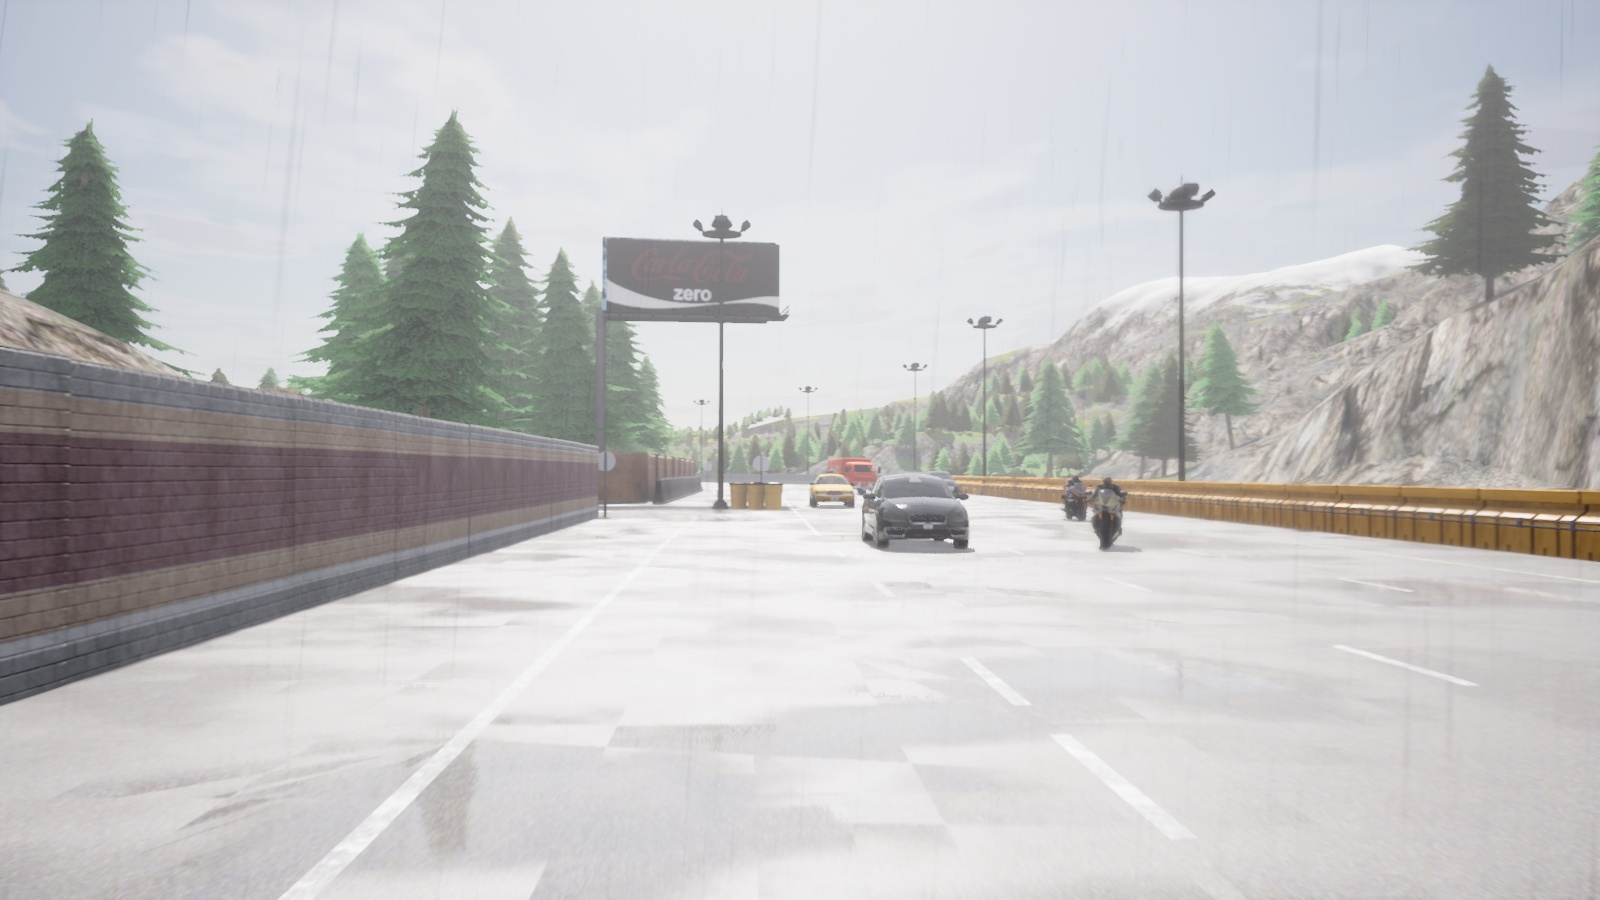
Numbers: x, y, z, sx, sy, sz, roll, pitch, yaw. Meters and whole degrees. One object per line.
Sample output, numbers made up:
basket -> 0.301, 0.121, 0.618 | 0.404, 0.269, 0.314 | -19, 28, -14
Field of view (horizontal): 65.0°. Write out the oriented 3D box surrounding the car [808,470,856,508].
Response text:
car -> 1.347, 1.676, 54.999 | 1.801, 1.575, 5.366 | 0, -1, -2

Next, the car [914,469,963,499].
car -> 7.787, 1.912, 71.039 | 2.033, 1.649, 4.856 | 0, -1, -2

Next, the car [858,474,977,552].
car -> 2.385, 1.260, 26.649 | 1.837, 1.490, 4.892 | 0, -1, -3

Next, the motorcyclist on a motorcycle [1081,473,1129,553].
motorcyclist on a motorcycle -> 6.294, 1.259, 25.832 | 0.866, 1.530, 2.191 | 0, -1, 16

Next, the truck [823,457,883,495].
truck -> 3.573, 1.764, 85.556 | 2.627, 2.467, 5.204 | 1, -2, -15

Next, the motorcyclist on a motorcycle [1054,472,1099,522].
motorcyclist on a motorcycle -> 8.866, 1.493, 40.364 | 0.866, 1.530, 2.191 | 0, -1, -2
